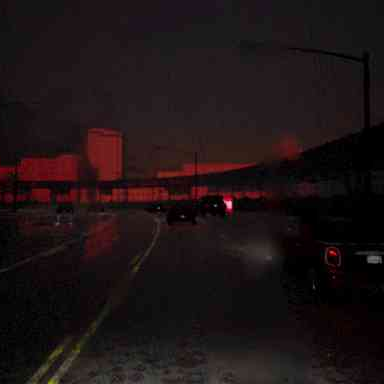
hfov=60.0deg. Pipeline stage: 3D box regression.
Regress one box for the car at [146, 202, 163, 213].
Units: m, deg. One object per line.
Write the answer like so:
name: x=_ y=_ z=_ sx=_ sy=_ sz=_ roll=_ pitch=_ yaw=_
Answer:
car: x=-4.547 y=1.965 z=41.839 sx=1.994 sy=1.385 sz=4.181 roll=0 pitch=-2 yaw=-16

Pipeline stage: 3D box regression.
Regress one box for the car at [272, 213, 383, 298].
car: x=3.579 y=1.352 z=8.678 sx=2.097 sy=1.767 sz=4.553 roll=0 pitch=0 yaw=0

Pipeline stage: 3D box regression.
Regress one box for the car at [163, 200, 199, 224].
car: x=-0.909 y=1.512 z=24.759 sx=1.882 sy=1.535 sz=5.008 roll=0 pitch=-1 yaw=-7

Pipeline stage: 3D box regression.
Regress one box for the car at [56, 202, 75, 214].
car: x=-15.099 y=1.902 z=39.962 sx=1.812 sy=1.442 sz=4.674 roll=1 pitch=-2 yaw=-17

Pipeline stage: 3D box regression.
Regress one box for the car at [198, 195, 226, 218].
car: x=1.581 y=1.353 z=31.554 sx=2.150 sy=2.045 sz=5.566 roll=0 pitch=-1 yaw=-10

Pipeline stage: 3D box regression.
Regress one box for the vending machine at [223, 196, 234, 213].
vending machine: x=4.778 y=1.629 z=43.719 sx=1.100 sy=2.100 sz=0.880 roll=1 pitch=-1 yaw=-16

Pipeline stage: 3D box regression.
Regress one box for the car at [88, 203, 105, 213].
car: x=-12.629 y=2.067 z=43.644 sx=1.994 sy=1.385 sz=4.181 roll=0 pitch=-2 yaw=-19
